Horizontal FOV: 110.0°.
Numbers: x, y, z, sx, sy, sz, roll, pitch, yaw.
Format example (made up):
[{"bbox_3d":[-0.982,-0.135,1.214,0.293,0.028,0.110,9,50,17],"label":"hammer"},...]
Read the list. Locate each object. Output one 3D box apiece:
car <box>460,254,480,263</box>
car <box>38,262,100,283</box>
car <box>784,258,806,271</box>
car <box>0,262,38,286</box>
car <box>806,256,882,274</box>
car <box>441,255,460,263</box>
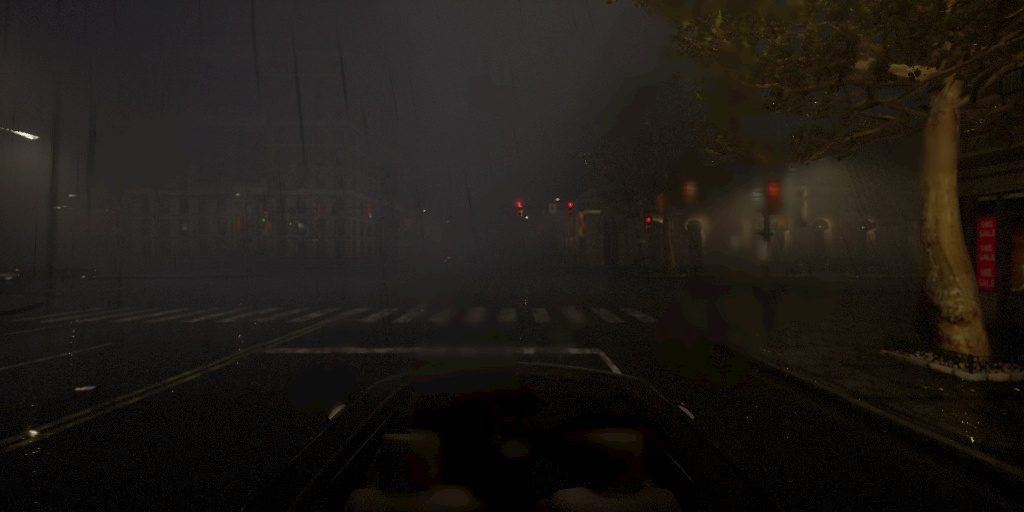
[{"bbox_3d":[-6.854,0.409,59.225,1.882,1.535,5.008,0,1,1],"label":"car"},{"bbox_3d":[-30.273,1.041,23.526,4.718,1.301,1.895,0,1,1],"label":"car"},{"bbox_3d":[29.530,0.806,34.652,4.674,1.442,1.812,0,1,0],"label":"car"},{"bbox_3d":[-30.496,0.981,20.028,4.902,1.511,2.128,0,1,1],"label":"car"},{"bbox_3d":[29.064,0.807,31.172,5.008,1.535,1.882,0,1,1],"label":"car"},{"bbox_3d":[-10.352,0.493,59.439,1.994,1.385,4.181,0,1,1],"label":"car"}]
